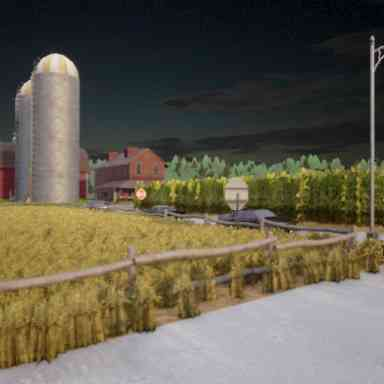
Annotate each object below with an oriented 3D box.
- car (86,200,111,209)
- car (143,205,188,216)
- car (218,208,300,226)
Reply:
[{"bbox_3d":[-11.620,1.714,41.068,2.128,1.511,4.902,0,0,-36],"label":"car"},{"bbox_3d":[-2.242,1.798,27.883,1.895,1.301,4.718,0,0,-36],"label":"car"},{"bbox_3d":[3.715,1.686,19.601,2.033,1.411,5.357,0,-1,-36],"label":"car"}]
